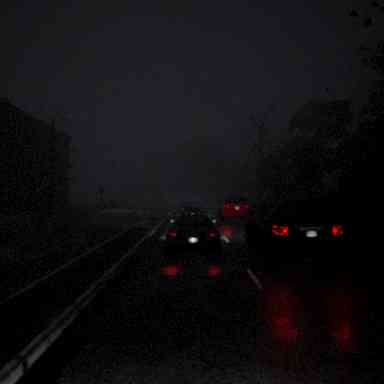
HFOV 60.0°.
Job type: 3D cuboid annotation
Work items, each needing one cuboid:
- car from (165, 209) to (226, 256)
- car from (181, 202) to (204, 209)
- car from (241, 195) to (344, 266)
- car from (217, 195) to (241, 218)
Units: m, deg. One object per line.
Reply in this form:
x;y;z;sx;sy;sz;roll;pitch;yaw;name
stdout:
0.049;1.574;13.129;1.994;1.385;4.181;0;0;0;car
0.052;1.544;28.526;1.812;1.442;4.674;0;0;1;car
3.285;1.231;11.738;2.150;2.045;5.566;0;0;1;car
3.285;1.241;26.697;2.150;2.045;5.566;0;0;0;car
